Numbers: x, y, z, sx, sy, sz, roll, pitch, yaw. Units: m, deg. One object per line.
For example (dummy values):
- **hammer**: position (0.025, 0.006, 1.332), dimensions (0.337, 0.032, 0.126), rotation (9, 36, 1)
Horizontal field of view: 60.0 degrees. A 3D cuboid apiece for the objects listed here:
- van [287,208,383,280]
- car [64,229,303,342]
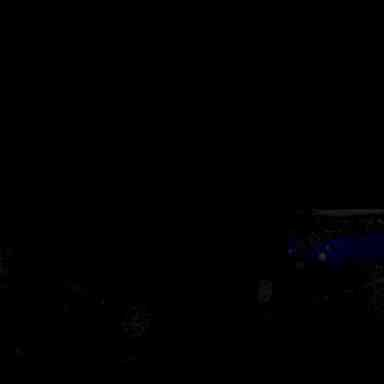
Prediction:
- **van**: position (4.495, 1.382, 9.750), dimensions (3.998, 1.788, 1.690), rotation (0, -1, -36)
- **car**: position (-0.103, 1.561, 6.466), dimensions (4.507, 1.381, 1.887), rotation (0, -1, -36)
